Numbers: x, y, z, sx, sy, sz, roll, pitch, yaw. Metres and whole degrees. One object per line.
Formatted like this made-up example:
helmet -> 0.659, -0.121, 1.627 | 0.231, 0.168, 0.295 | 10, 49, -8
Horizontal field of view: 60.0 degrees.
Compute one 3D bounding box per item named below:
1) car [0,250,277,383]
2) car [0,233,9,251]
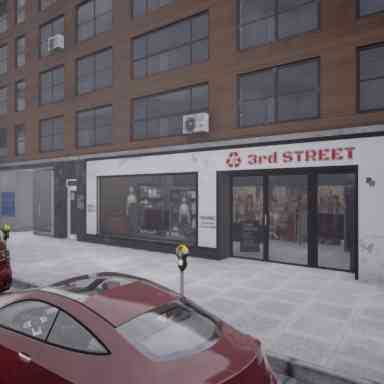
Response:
car -> -1.196, 1.582, 3.659 | 4.206, 1.307, 1.802 | 0, 0, 35
car -> -5.693, 1.315, 6.858 | 5.009, 1.841, 2.192 | 0, 0, 35
